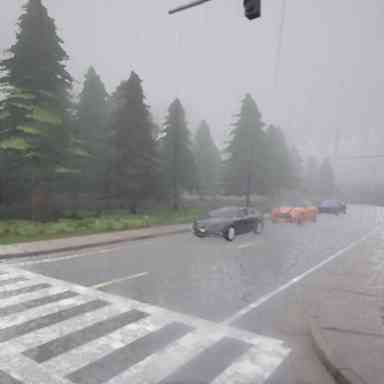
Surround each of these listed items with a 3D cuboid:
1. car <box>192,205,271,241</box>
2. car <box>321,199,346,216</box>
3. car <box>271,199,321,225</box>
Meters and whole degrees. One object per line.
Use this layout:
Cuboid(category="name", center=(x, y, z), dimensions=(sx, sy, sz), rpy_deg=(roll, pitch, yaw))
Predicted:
Cuboid(category="car", center=(1.908, 1.452, 16.507), dimensions=(1.837, 1.490, 4.892), rpy_deg=(1, 0, 37))
Cuboid(category="car", center=(13.482, 1.420, 32.103), dimensions=(1.882, 1.535, 5.008), rpy_deg=(1, 0, 37))
Cuboid(category="car", center=(7.314, 1.297, 23.797), dimensions=(2.097, 1.767, 4.553), rpy_deg=(1, 0, 37))
